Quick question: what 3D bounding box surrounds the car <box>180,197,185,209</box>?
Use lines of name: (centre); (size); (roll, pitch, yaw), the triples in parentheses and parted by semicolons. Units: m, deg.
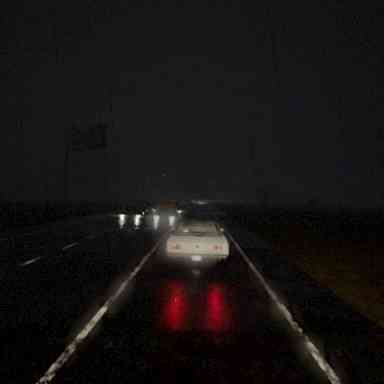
car: (-2.464, 1.647, 49.475); (1.882, 1.535, 5.008); (1, 0, 1)

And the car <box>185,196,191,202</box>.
car: (-1.199, 2.048, 88.477); (1.895, 1.301, 4.718); (1, 0, -1)

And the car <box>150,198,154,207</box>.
car: (-5.963, 1.567, 49.553); (1.882, 1.535, 5.008); (1, 0, 1)

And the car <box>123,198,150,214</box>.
car: (-6.249, 1.565, 36.757); (1.882, 1.535, 5.008); (1, 0, 1)

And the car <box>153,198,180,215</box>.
car: (-2.751, 1.645, 36.679); (1.882, 1.535, 5.008); (1, 0, 1)

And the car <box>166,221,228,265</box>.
car: (0.199, 1.682, 12.028); (1.895, 1.301, 4.718); (1, 0, 1)
